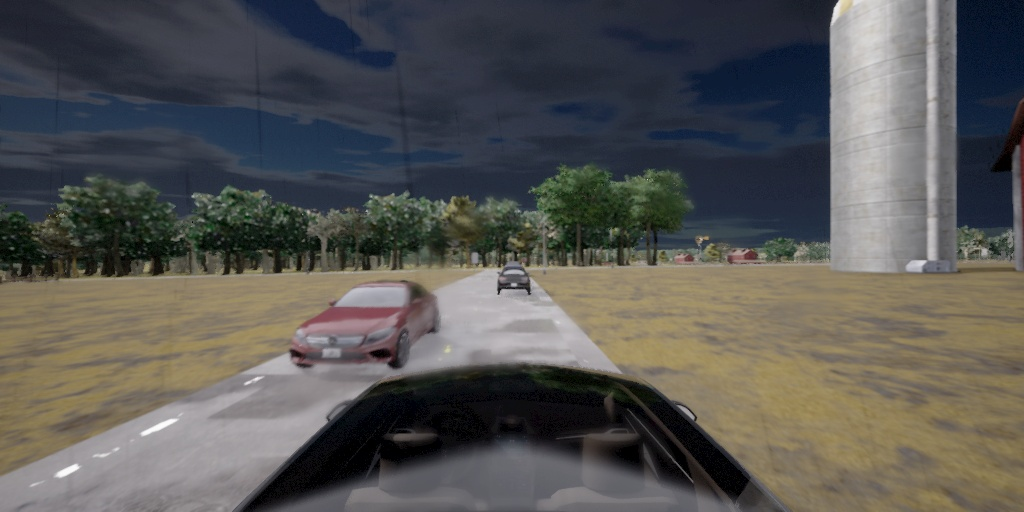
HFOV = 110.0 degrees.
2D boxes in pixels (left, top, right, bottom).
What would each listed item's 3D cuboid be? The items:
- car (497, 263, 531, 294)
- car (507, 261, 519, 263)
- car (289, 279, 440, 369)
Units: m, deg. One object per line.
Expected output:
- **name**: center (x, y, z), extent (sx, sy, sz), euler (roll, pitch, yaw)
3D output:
- **car**: center (0.108, 1.329, 20.591), extent (1.812, 1.442, 4.674), euler (0, 0, 0)
- **car**: center (0.123, 1.345, 40.825), extent (2.097, 1.767, 4.553), euler (0, -1, 0)
- **car**: center (-2.824, 1.280, 7.965), extent (1.812, 1.442, 4.674), euler (0, 0, 0)
